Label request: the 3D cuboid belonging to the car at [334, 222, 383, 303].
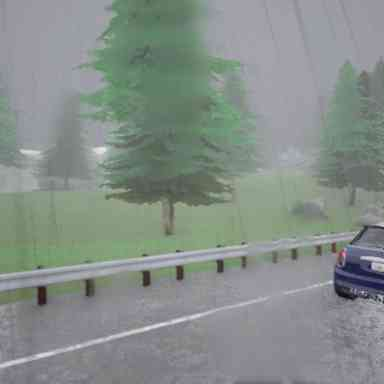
[{"bbox_3d":[5.156,1.387,7.178,4.553,1.767,2.097,0,0,-34],"label":"car"}]
